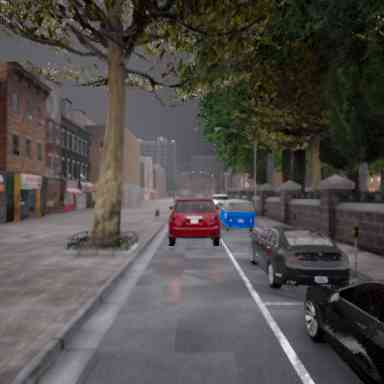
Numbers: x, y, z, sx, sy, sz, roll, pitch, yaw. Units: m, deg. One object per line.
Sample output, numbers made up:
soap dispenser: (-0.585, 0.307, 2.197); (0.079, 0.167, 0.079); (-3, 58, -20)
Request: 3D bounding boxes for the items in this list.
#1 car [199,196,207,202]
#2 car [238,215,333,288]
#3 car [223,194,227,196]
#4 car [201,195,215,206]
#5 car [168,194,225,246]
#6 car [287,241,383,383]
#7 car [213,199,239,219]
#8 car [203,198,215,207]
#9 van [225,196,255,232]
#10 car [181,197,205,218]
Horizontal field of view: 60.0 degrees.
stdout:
car: (2.652, 1.749, 84.473); (1.887, 1.381, 4.507); (1, 0, 0)
car: (2.648, 1.556, 8.998); (2.008, 1.369, 4.403); (1, 0, 0)
car: (2.984, 1.274, 37.206); (2.150, 2.045, 5.566); (0, 0, 0)
car: (2.653, 1.416, 58.044); (2.192, 1.841, 5.009); (1, 0, 0)
car: (0.099, 1.233, 15.588); (2.150, 2.045, 5.566); (0, 0, 0)
car: (2.648, 1.568, 3.549); (1.947, 1.339, 4.313); (1, 0, 0)
car: (3.027, 1.490, 30.365); (1.801, 1.575, 5.366); (0, 0, 0)
car: (2.650, 1.666, 52.594); (1.802, 1.307, 4.206); (1, 0, 0)
van: (2.652, 1.359, 19.897); (1.690, 1.788, 3.998); (1, 0, 0)
car: (0.099, 1.387, 31.768); (2.097, 1.767, 4.553); (0, 0, 0)
